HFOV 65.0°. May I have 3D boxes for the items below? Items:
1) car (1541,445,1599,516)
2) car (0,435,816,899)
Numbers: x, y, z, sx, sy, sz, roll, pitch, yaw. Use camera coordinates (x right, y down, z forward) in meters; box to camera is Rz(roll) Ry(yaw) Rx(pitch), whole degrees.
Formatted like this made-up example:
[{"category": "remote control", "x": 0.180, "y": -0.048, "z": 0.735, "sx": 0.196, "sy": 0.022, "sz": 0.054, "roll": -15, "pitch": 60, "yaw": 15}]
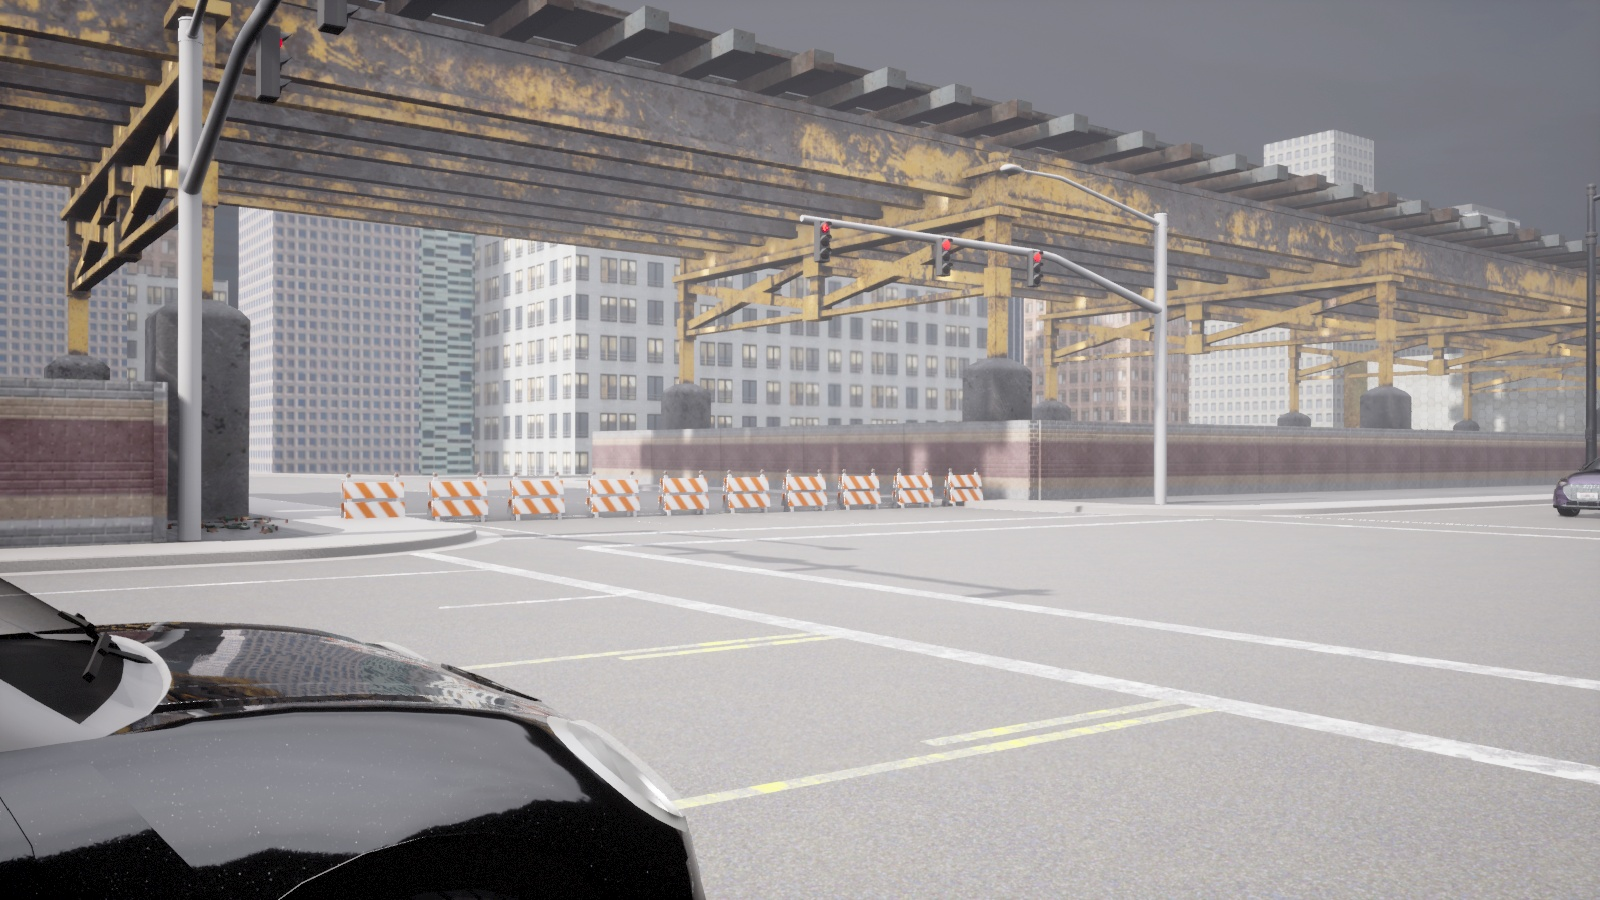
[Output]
[{"category": "car", "x": 20.333, "y": 0.707, "z": 30.642, "sx": 4.856, "sy": 1.649, "sz": 2.033, "roll": 0, "pitch": 0, "yaw": -35}, {"category": "car", "x": -2.093, "y": 0.720, "z": 2.202, "sx": 3.806, "sy": 1.475, "sz": 1.970, "roll": 0, "pitch": 0, "yaw": -35}]
